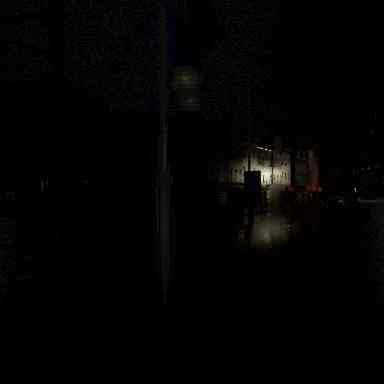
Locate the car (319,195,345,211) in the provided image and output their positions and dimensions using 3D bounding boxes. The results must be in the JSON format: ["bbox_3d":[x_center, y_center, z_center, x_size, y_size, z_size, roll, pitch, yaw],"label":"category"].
[{"bbox_3d":[16.298,1.399,38.622,2.128,1.511,4.902,-1,0,34],"label":"car"}]

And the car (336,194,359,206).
[{"bbox_3d":[22.248,1.364,47.076,1.882,1.535,5.008,-1,0,36],"label":"car"}]
